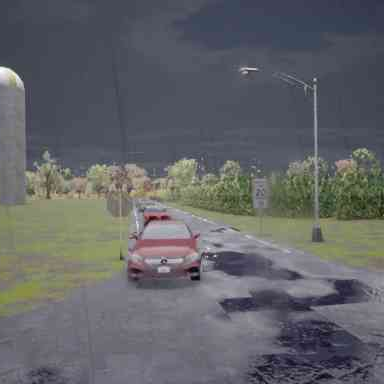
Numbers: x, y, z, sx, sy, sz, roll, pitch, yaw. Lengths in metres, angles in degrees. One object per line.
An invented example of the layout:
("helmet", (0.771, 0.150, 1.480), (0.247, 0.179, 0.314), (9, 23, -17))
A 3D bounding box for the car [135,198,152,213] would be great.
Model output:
("car", (-5.438, 1.748, 39.917), (1.994, 1.385, 4.181), (-1, 0, -11))

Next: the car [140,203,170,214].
("car", (-2.525, 1.713, 23.831), (1.895, 1.301, 4.718), (-1, 0, -10))

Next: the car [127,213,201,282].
("car", (-0.744, 1.587, 10.171), (1.812, 1.442, 4.674), (-1, 0, -2))

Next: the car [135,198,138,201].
("car", (-9.149, 1.765, 59.381), (2.128, 1.511, 4.902), (-1, 0, -11))
